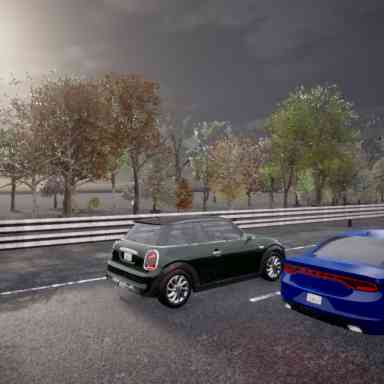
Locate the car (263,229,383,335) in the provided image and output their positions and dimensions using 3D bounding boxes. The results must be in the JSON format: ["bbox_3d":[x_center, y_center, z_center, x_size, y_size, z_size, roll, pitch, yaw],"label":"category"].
[{"bbox_3d":[3.878,1.477,6.509,5.008,1.535,1.882,0,0,-35],"label":"car"}]

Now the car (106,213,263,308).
[{"bbox_3d":[0.321,1.352,8.195,4.553,1.767,2.097,0,0,-39],"label":"car"}]
